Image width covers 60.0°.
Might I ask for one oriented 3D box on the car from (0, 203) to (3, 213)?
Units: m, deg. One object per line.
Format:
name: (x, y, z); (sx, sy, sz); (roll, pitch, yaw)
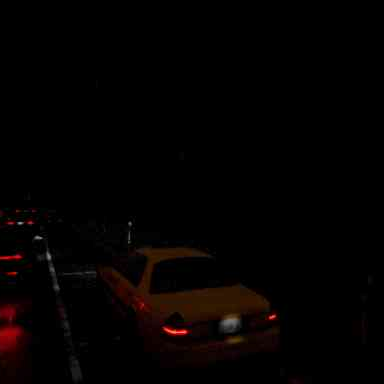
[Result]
car: (-19.610, 2.020, 32.170); (2.150, 2.045, 5.566); (2, -2, -25)

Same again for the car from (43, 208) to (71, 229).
car: (-11.296, 2.337, 28.131); (1.947, 1.339, 4.313); (1, -2, -25)

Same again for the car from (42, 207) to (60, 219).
car: (-18.323, 2.712, 43.072); (1.887, 1.381, 4.507); (1, -2, -25)

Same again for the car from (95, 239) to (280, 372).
car: (-0.620, 1.664, 6.372); (1.801, 1.575, 5.366); (2, -2, -25)

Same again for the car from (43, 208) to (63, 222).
car: (-15.981, 2.580, 38.092); (1.887, 1.381, 4.507); (1, -2, -25)

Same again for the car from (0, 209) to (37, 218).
car: (-12.524, 2.185, 24.515); (2.033, 1.411, 5.357); (2, -2, -25)

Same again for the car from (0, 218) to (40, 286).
car: (-5.610, 1.759, 9.814); (1.837, 1.490, 4.892); (2, -2, -25)

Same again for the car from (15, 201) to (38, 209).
car: (-19.023, 2.218, 38.117); (2.150, 2.045, 5.566); (2, -2, -25)

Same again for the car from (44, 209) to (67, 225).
car: (-13.638, 2.448, 33.111); (1.887, 1.381, 4.507); (1, -2, -25)
